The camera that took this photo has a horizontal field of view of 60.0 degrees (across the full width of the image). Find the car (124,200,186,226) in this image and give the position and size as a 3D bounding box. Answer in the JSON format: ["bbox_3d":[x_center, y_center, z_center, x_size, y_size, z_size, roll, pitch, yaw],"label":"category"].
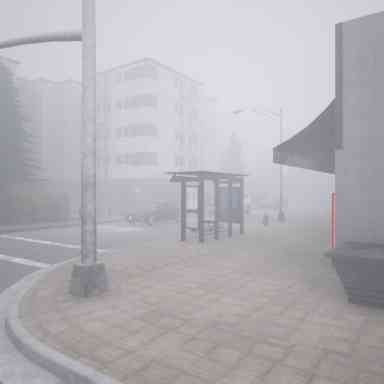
[{"bbox_3d":[-2.368,1.328,22.203,1.837,1.490,4.892,0,0,36],"label":"car"}]

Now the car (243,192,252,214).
[{"bbox_3d":[3.514,1.044,30.386,2.150,2.045,5.566,0,0,36],"label":"car"}]

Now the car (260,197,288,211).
[{"bbox_3d":[9.664,1.301,38.889,1.882,1.535,5.008,0,0,36],"label":"car"}]
